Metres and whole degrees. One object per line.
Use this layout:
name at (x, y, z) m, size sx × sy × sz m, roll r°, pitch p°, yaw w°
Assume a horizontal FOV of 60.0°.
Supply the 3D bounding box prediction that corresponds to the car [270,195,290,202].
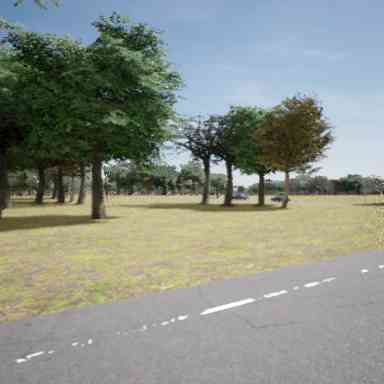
car at (18.472, 1.389, 69.634) m, size 1.994 × 1.385 × 4.181 m, roll 1°, pitch 0°, yaw -33°

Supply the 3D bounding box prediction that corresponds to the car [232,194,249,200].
car at (11.460, 1.233, 80.480) m, size 2.033 × 1.411 × 5.357 m, roll 1°, pitch 0°, yaw -33°
